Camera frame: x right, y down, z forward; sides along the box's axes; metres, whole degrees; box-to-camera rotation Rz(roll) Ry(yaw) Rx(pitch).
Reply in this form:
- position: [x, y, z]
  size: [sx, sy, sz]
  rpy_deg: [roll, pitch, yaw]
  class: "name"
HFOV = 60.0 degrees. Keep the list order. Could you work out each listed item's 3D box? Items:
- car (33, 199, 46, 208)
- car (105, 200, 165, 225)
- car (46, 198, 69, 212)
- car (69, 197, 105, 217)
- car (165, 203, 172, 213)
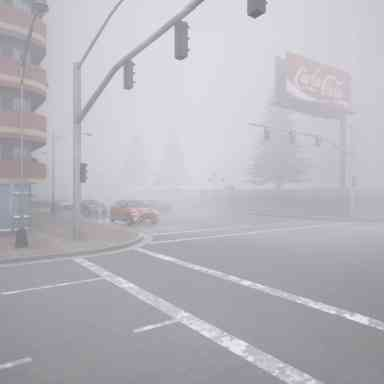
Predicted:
- position: [-21.632, 1.601, 48.080]
  size: [1.895, 1.301, 4.718]
  rpy_deg: [0, 0, -35]
  class: "car"
- position: [-4.234, 1.352, 23.949]
  size: [2.097, 1.767, 4.553]
  rpy_deg: [0, 0, -36]
  class: "car"
- position: [-15.393, 1.478, 39.386]
  size: [1.882, 1.535, 5.008]
  rpy_deg: [0, 0, -36]
  class: "car"
- position: [-9.567, 1.491, 31.318]
  size: [2.128, 1.511, 4.902]
  rpy_deg: [0, 0, -36]
  class: "car"
- position: [-4.188, 1.547, 36.167]
  size: [2.033, 1.411, 5.357]
  rpy_deg: [0, 0, -36]
  class: "car"
